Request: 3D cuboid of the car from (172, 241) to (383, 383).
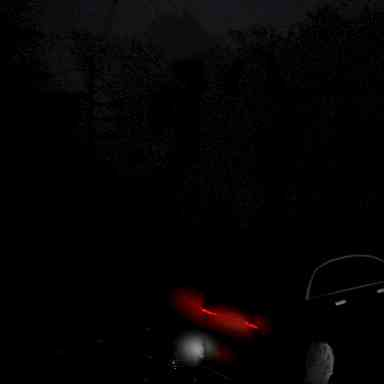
[{"bbox_3d":[2.020,1.550,5.193,4.892,1.490,1.837,1,0,-36],"label":"car"}]
